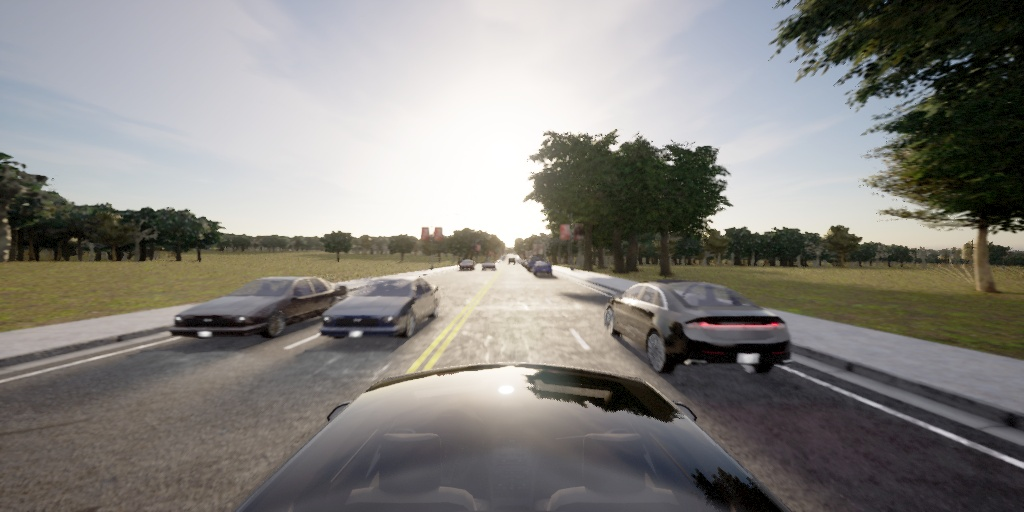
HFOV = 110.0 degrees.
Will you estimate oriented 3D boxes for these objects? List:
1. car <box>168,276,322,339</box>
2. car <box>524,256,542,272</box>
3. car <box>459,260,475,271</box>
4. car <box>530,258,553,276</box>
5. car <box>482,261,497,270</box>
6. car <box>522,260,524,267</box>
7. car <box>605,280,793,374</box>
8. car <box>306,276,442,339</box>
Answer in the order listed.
[{"bbox_3d":[-6.604,1.298,10.373,2.033,1.411,5.357,0,0,0],"label":"car"},{"bbox_3d":[3.217,1.060,49.392,2.150,2.045,5.566,0,0,0],"label":"car"},{"bbox_3d":[-6.577,1.331,52.815,1.882,1.535,5.008,0,0,1],"label":"car"},{"bbox_3d":[3.225,1.273,38.358,1.882,1.535,5.008,0,0,0],"label":"car"},{"bbox_3d":[-3.328,1.418,52.917,1.994,1.385,4.181,0,0,1],"label":"car"},{"bbox_3d":[3.209,1.401,60.393,2.163,1.488,4.792,0,0,0],"label":"car"},{"bbox_3d":[3.347,1.243,7.512,2.128,1.511,4.902,0,0,0],"label":"car"},{"bbox_3d":[-3.353,1.298,10.376,2.033,1.411,5.357,0,0,0],"label":"car"}]
